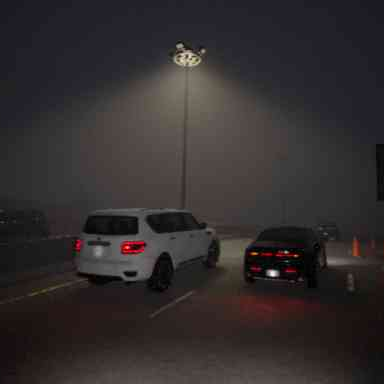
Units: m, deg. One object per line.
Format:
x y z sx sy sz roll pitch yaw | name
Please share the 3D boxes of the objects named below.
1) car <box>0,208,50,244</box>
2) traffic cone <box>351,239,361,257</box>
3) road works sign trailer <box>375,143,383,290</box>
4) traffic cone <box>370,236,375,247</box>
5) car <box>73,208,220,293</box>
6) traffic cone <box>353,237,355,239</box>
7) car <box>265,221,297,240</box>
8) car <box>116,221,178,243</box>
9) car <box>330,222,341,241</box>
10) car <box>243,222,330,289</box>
-9.758 1.831 16.440 2.150 2.045 5.566 -2 -3 25 | car
7.046 2.451 14.258 0.340 0.580 0.340 -2 -4 25 | traffic cone
5.412 0.583 7.256 2.380 3.560 2.880 -2 -3 28 | road works sign trailer
10.506 2.864 19.247 0.340 0.580 0.340 -1 -6 25 | traffic cone
-0.978 1.500 9.976 2.150 2.045 5.566 -2 -3 25 | car
7.898 2.581 16.063 0.340 0.580 0.340 -2 -4 25 | traffic cone
7.605 3.241 28.133 1.812 1.442 4.674 -2 -7 25 | car
-2.914 2.630 22.724 1.895 1.301 4.718 -2 -5 25 | car
11.239 3.236 27.634 2.128 1.511 4.902 -2 -7 25 | car
2.935 1.762 10.057 1.837 1.490 4.892 -2 -3 25 | car
